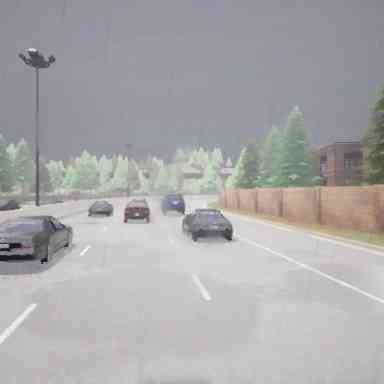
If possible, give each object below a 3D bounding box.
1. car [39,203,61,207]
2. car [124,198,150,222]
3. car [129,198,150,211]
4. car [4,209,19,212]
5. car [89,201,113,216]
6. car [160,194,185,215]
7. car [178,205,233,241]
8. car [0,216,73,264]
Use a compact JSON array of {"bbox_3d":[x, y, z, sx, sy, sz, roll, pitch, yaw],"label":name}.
[{"bbox_3d":[-16.936,1.483,39.577,2.128,1.511,4.902,0,0,-6],"label":"car"},{"bbox_3d":[-4.332,1.470,26.380,1.882,1.535,5.008,0,0,-9],"label":"car"},{"bbox_3d":[-6.387,1.480,40.996,2.128,1.511,4.902,0,0,-4],"label":"car"},{"bbox_3d":[-19.917,1.469,35.049,1.882,1.535,5.008,0,0,-7],"label":"car"},{"bbox_3d":[-8.779,1.554,32.301,1.994,1.385,4.181,0,0,-8],"label":"car"},{"bbox_3d":[-1.990,1.210,34.119,2.150,2.045,5.566,0,0,-9],"label":"car"},{"bbox_3d":[0.680,1.558,16.898,1.994,1.385,4.181,0,0,-9],"label":"car"},{"bbox_3d":[-5.598,1.545,11.707,2.033,1.411,5.357,0,0,-9],"label":"car"}]
